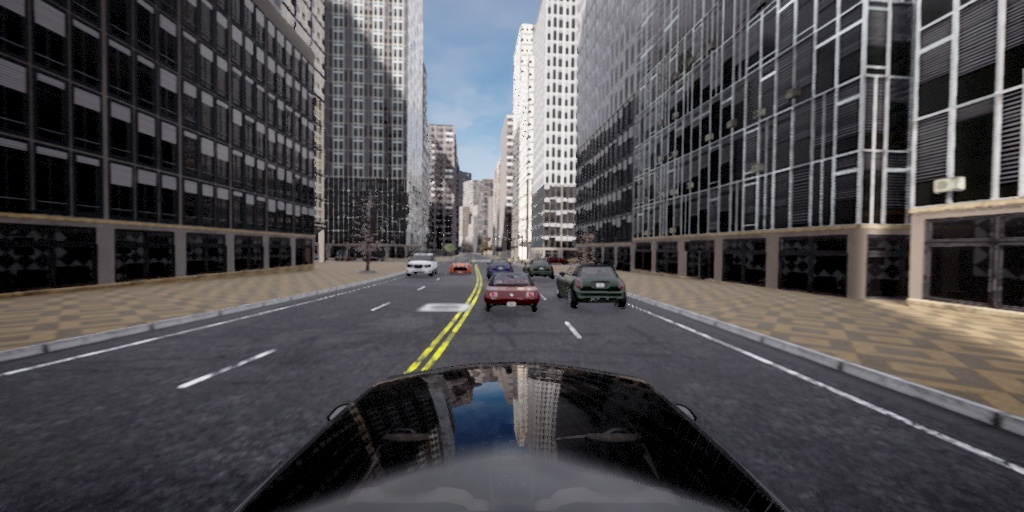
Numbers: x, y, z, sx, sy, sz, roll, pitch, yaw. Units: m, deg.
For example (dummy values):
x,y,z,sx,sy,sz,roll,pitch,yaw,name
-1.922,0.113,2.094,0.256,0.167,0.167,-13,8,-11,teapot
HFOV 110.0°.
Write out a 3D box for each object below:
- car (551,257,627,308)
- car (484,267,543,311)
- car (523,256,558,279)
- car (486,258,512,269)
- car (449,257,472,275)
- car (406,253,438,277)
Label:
x,y,z,sx,sy,sz,roll,pitch,yaw,name
3.154,1.076,15.148,2.097,1.767,4.553,1,0,-2,car
-0.057,1.297,14.127,1.895,1.301,4.718,1,0,-1,car
2.152,0.991,30.497,2.097,1.767,4.553,0,0,-5,car
-1.089,0.962,30.276,2.097,1.767,4.553,0,0,-5,car
-5.041,0.900,35.541,2.097,1.767,4.553,0,0,-6,car
-7.936,0.756,32.089,2.150,2.045,5.566,1,1,-5,car
